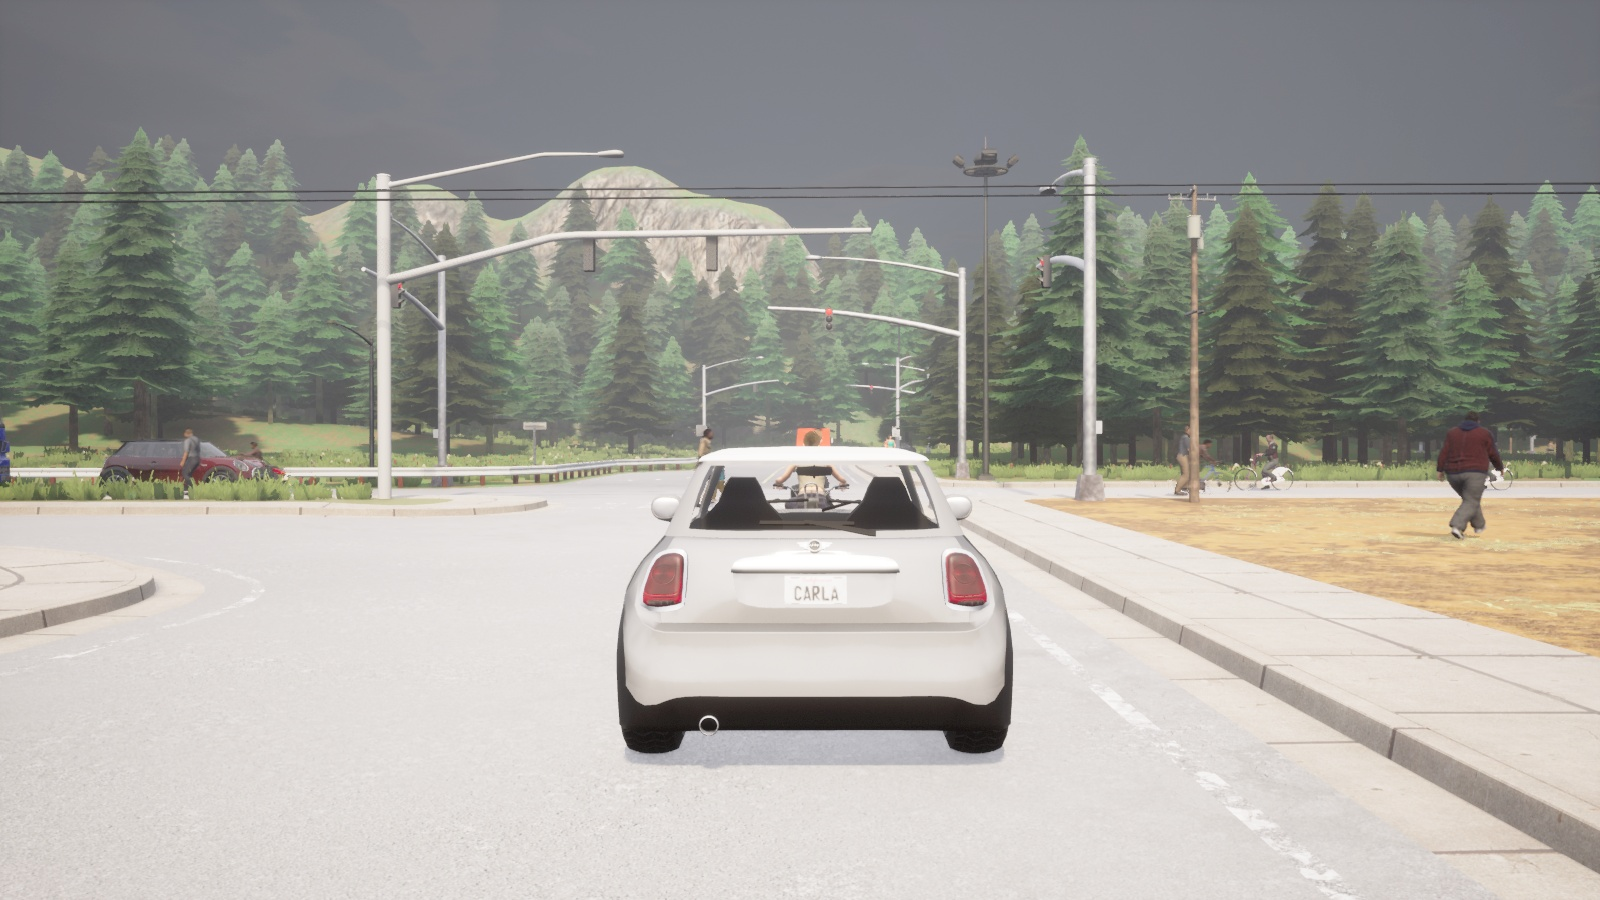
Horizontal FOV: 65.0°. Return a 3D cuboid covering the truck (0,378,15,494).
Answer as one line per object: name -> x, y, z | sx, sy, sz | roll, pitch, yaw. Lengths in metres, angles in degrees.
truck -> -27.785, -0.411, 36.683 | 7.936, 3.462, 2.891 | 0, 0, 1

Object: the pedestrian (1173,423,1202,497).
pedestrian -> 9.720, 0.245, 31.512 | 0.694, 1.848, 0.540 | 0, 0, 16

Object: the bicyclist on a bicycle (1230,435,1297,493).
bicyclist on a bicycle -> 14.425, 0.424, 39.100 | 1.843, 1.776, 0.659 | 0, 0, 1

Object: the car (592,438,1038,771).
car -> 0.070, 0.672, 7.459 | 1.970, 1.475, 3.806 | 0, 0, 0

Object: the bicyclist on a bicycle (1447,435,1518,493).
bicyclist on a bicycle -> 21.146, 0.425, 38.926 | 1.843, 1.776, 0.659 | 0, 0, 1

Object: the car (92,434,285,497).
car -> -17.662, 0.430, 36.426 | 4.553, 1.767, 2.097 | 0, 0, 1

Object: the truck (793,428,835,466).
truck -> 0.965, -0.210, 83.654 | 2.627, 2.467, 5.204 | 0, 0, 2

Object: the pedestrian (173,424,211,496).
pedestrian -> -15.651, 0.250, 32.311 | 0.694, 1.848, 0.540 | 0, 0, 9

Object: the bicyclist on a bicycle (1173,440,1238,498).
bicyclist on a bicycle -> 11.517, 0.526, 35.711 | 1.656, 1.620, 0.582 | 0, 0, 2

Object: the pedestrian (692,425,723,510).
pedestrian -> -2.120, 0.388, 28.774 | 0.692, 1.930, 0.396 | 0, 0, -2

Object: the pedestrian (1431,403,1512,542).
pedestrian -> 9.188, 0.293, 17.188 | 0.899, 1.844, 0.634 | 0, 0, -35

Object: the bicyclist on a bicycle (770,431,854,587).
bicyclist on a bicycle -> 0.123, 0.607, 13.751 | 0.866, 1.612, 1.509 | 0, 0, 0
